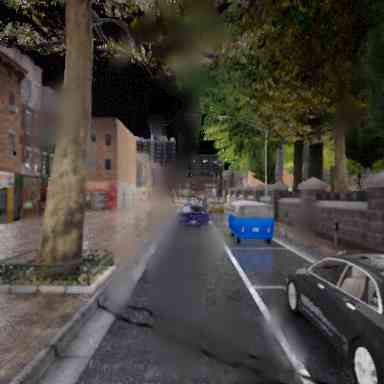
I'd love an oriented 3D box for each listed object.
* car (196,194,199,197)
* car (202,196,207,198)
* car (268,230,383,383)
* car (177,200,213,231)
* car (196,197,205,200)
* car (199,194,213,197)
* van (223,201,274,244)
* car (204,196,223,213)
[{"bbox_3d":[2.651,1.670,80.252,1.887,1.381,4.507,1,0,0],"label":"car"},{"bbox_3d":[2.649,1.617,48.373,1.802,1.307,4.206,1,0,0],"label":"car"},{"bbox_3d":[2.648,1.550,4.777,2.008,1.369,4.403,1,0,0],"label":"car"},{"bbox_3d":[0.100,1.480,20.669,1.882,1.535,5.008,0,0,0],"label":"car"},{"bbox_3d":[0.100,1.566,38.324,2.033,1.411,5.357,0,0,0],"label":"car"},{"bbox_3d":[2.653,1.362,53.822,2.192,1.841,5.009,1,0,0],"label":"car"},{"bbox_3d":[2.651,1.341,15.676,1.690,1.788,3.998,1,0,0],"label":"van"},{"bbox_3d":[2.650,1.543,37.644,1.752,1.417,4.829,1,0,0],"label":"car"}]
